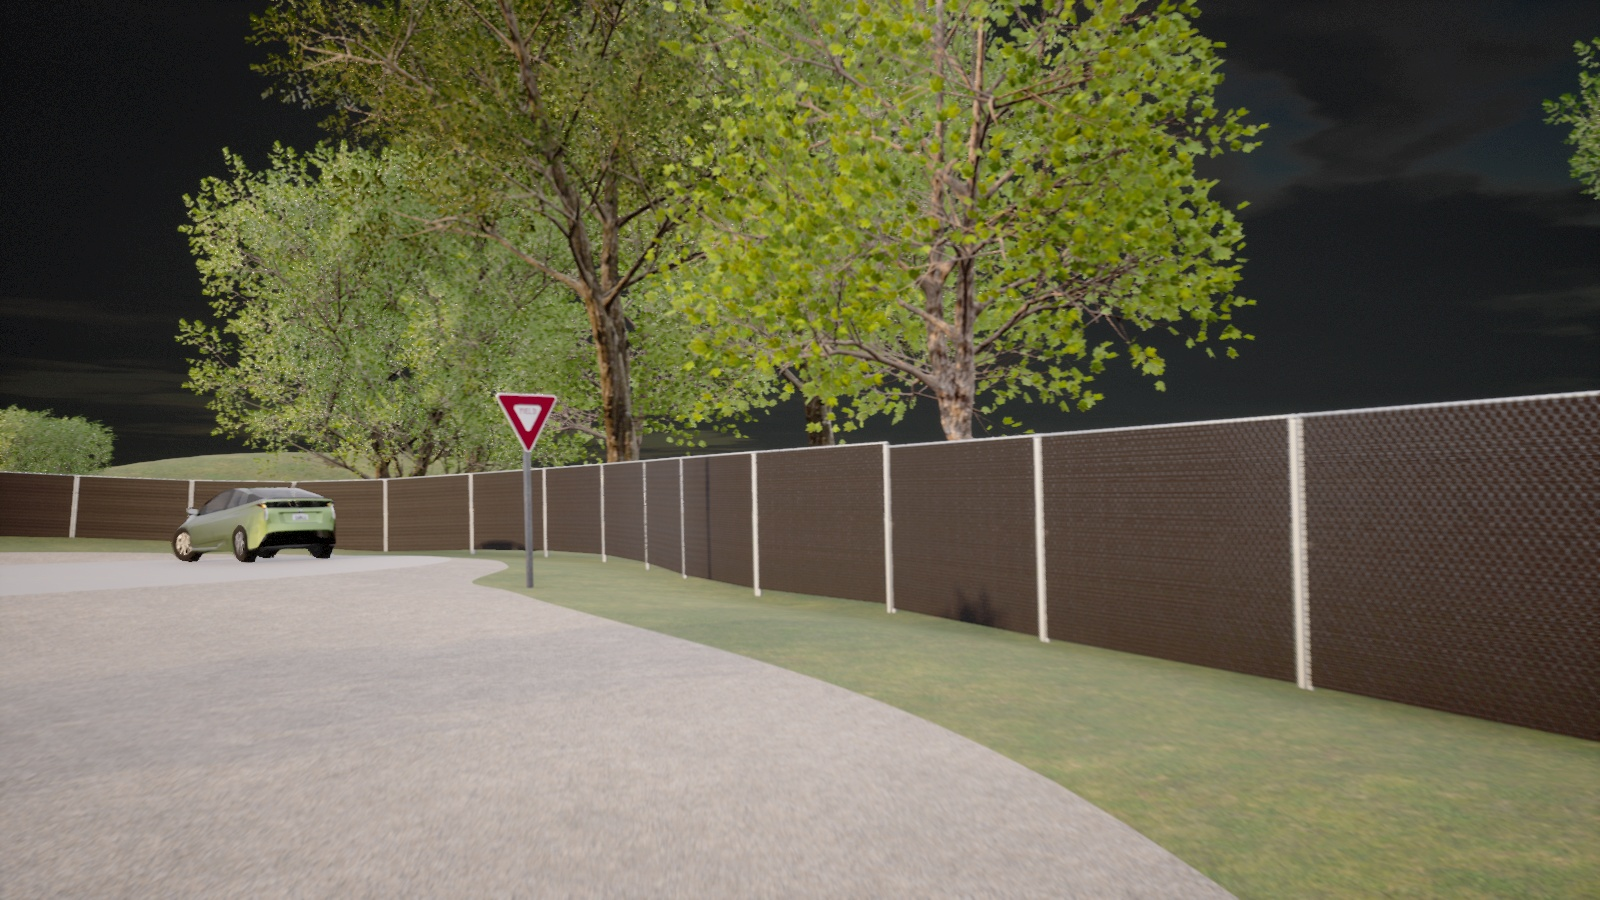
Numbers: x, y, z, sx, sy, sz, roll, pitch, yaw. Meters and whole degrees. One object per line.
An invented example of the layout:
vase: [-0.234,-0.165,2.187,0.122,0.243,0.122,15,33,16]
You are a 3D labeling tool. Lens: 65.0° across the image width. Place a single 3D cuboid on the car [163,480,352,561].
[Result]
car: [-11.346,1.487,26.100,4.514,1.525,2.007,-4,-4,44]
